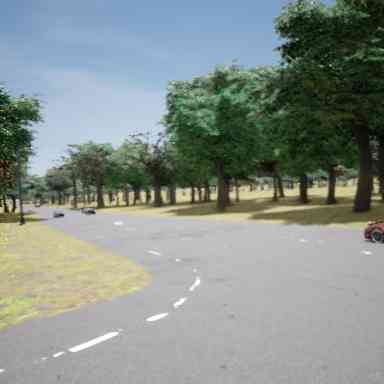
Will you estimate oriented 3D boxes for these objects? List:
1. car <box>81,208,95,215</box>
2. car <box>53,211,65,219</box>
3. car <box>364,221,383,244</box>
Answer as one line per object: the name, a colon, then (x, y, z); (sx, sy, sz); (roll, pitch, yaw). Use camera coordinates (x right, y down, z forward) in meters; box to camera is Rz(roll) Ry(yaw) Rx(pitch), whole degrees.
car: (-21.190, 3.915, 67.711); (1.895, 1.301, 4.718); (-4, 0, -30)
car: (-24.259, 4.094, 60.560); (1.895, 1.301, 4.718); (-4, 0, -24)
car: (9.559, 1.493, 13.977); (1.994, 1.385, 4.181); (-3, -1, -30)
